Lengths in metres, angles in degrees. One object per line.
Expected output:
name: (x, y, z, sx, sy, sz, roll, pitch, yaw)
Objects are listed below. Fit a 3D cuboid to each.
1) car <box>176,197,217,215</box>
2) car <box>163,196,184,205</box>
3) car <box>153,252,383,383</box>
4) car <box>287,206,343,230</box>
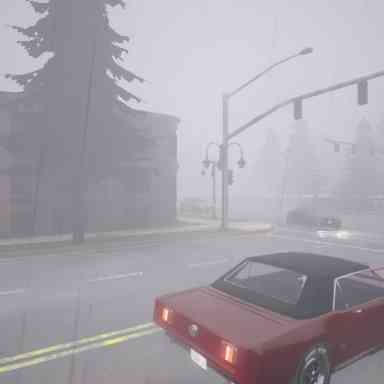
car: (0.597, 1.352, 34.611, 2.097, 1.767, 4.553, 0, 0, -33)
car: (-3.374, 1.526, 60.065, 1.812, 1.442, 4.674, 0, 0, -33)
car: (1.919, 1.601, 5.001, 4.718, 1.301, 1.895, 0, 0, -34)
car: (7.707, 1.565, 21.241, 1.994, 1.385, 4.181, 0, 0, -9)
